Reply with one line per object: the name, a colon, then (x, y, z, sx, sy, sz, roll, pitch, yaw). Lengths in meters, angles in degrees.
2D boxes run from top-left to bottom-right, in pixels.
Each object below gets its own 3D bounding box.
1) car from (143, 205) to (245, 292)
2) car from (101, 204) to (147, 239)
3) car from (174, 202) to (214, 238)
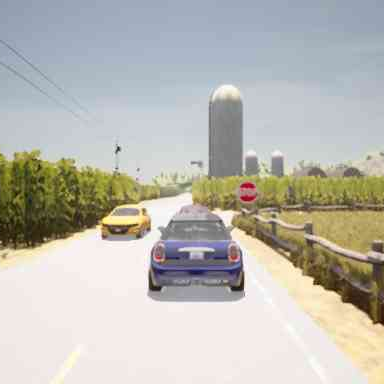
car: (0.098, 1.325, 9.029, 2.097, 1.767, 4.553, 0, 0, 0)
car: (-3.230, 1.425, 17.123, 1.882, 1.535, 5.008, 0, 0, 1)
car: (0.089, 1.422, 18.220, 1.882, 1.535, 5.008, 0, 0, 0)
